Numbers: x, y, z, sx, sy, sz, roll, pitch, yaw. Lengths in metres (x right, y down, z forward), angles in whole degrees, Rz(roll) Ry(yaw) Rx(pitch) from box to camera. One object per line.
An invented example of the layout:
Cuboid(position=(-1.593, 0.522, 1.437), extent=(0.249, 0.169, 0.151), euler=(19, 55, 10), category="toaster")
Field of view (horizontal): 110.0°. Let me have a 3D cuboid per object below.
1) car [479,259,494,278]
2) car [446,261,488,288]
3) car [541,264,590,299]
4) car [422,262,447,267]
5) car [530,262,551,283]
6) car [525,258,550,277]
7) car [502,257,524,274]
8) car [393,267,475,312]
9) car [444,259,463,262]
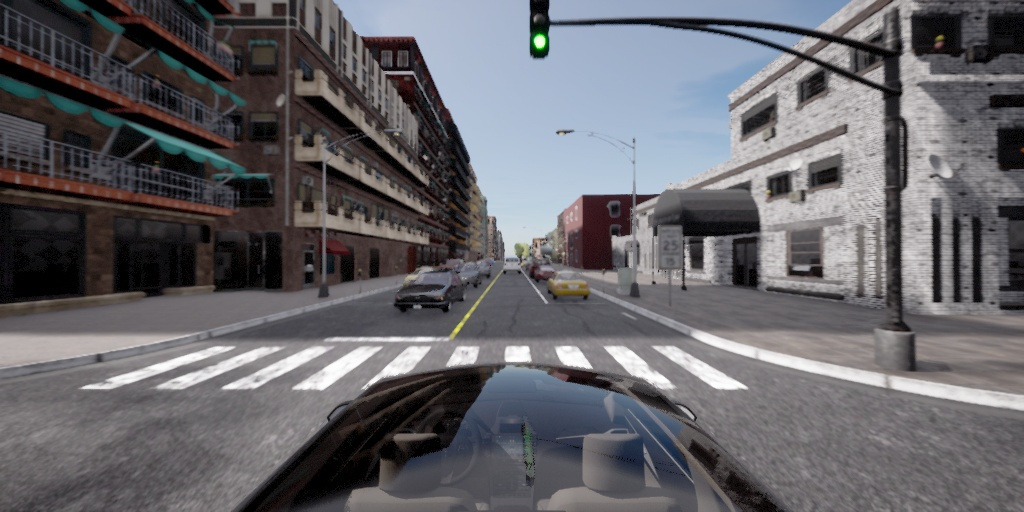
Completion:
Cuboid(position=(-2.996, 1.359, 34.940), extent=(2.128, 1.511, 4.902), euler=(0, 0, 0), category="car")
Cuboid(position=(-3.073, 1.317, 24.589), extent=(2.128, 1.511, 4.902), euler=(0, 0, 0), category="car")
Cuboid(position=(2.694, 1.316, 18.030), extent=(1.751, 1.417, 4.829), euler=(0, 0, 0), category="car")
Cuboid(position=(-5.686, 1.349, 23.230), extent=(1.751, 1.417, 4.829), euler=(0, 0, 0), category="car")
Cuboid(position=(2.696, 1.417, 28.938), extent=(1.802, 1.307, 4.207), euler=(0, 0, 0), category="car")
Cuboid(position=(2.698, 1.173, 34.477), extent=(2.192, 1.841, 5.009), euler=(0, 0, 0), category="car")
Cuboid(position=(0.010, 1.127, 44.419), extent=(2.150, 2.045, 5.566), euler=(0, 0, 0), category="car")
Cuboid(position=(-3.059, 1.334, 14.709), extent=(2.033, 1.411, 5.357), euler=(0, 0, 3), category="car")
Cuboid(position=(-5.683, 1.184, 34.478), extent=(2.192, 1.841, 5.009), euler=(0, 0, 0), category="car")
